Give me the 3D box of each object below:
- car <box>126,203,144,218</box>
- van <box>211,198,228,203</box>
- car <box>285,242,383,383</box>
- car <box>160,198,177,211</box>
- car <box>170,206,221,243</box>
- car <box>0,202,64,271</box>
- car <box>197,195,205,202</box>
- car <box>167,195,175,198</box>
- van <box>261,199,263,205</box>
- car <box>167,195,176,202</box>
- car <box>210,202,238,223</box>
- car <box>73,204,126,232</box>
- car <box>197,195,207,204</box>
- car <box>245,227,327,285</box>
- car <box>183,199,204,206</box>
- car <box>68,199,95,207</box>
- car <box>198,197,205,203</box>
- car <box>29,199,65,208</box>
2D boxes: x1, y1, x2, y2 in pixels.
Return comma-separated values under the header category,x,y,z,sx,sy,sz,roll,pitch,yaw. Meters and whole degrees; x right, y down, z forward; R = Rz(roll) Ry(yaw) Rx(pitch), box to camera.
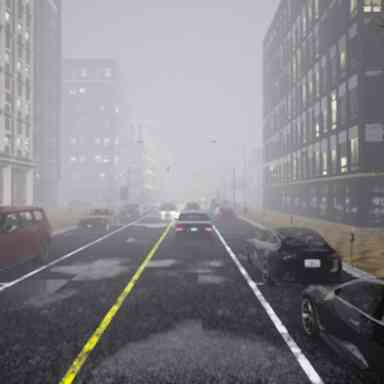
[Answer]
category,x,y,z,sx,sy,sz,roll,pitch,yaw
car,-5.733,1.742,32.165,1.947,1.339,4.313,0,0,0
van,2.615,1.517,32.152,1.690,1.788,3.998,0,0,0
car,2.655,1.586,3.705,1.947,1.339,4.313,0,0,0
car,-3.074,1.812,44.334,1.994,1.385,4.181,0,0,0
car,0.077,1.635,16.464,2.033,1.411,5.357,0,0,0
car,-5.699,1.365,9.410,2.192,1.841,5.009,0,0,0
car,2.561,1.888,93.556,2.192,1.841,5.009,0,0,0
car,-5.805,2.020,82.293,1.752,1.417,4.829,0,0,0
van,14.813,1.762,61.440,3.998,1.788,1.690,0,-1,0
car,-5.820,1.888,93.543,2.192,1.841,5.009,0,0,0
car,2.623,1.726,26.462,1.802,1.307,4.206,0,0,0
car,-5.717,1.657,20.788,1.887,1.381,4.507,0,0,0
car,2.584,1.984,77.107,1.752,1.417,4.829,0,0,0
car,2.647,1.616,9.395,1.947,1.339,4.313,0,0,0
car,0.050,1.717,34.903,1.812,1.442,4.674,0,0,0
car,-17.541,1.824,52.933,4.206,1.307,1.802,0,-1,0
car,2.568,2.116,88.015,1.802,1.307,4.206,0,0,0
car,-23.033,1.757,52.913,4.829,1.417,1.752,0,-1,0
